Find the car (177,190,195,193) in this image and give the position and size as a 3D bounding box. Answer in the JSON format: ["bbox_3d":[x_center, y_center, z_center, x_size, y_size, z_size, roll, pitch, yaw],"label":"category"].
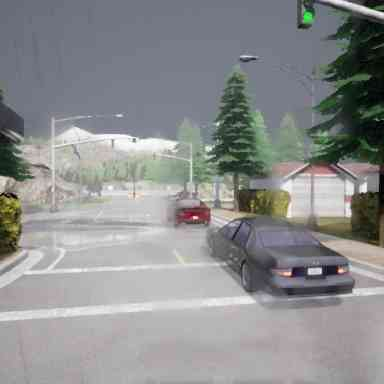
[{"bbox_3d":[-0.793,0.383,70.275,4.902,1.511,2.128,0,1,-11],"label":"car"}]

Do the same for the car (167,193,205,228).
[{"bbox_3d":[-0.292,1.058,18.965,1.882,1.535,5.008,-1,2,-11],"label":"car"}]

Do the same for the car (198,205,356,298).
[{"bbox_3d":[1.782,1.366,8.579,2.033,1.411,5.357,0,3,-11],"label":"car"}]
